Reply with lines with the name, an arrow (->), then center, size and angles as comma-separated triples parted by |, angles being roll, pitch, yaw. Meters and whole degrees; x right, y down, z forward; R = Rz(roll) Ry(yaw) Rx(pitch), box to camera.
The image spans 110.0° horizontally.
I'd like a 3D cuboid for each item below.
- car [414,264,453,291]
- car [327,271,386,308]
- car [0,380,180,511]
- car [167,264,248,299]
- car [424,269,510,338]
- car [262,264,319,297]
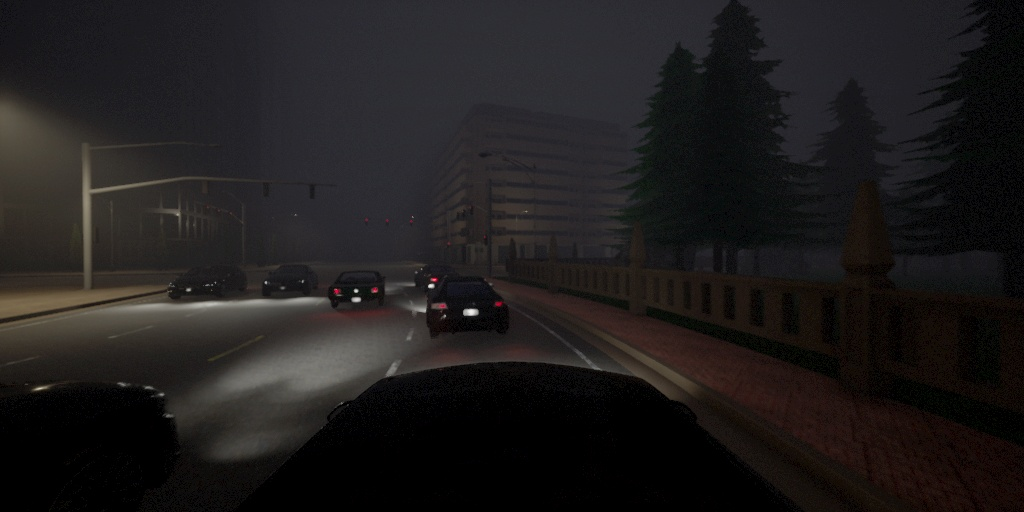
car -> -4.145, 1.146, 19.704 | 2.033, 1.411, 5.357 | 0, 1, -23
car -> -6.216, 1.247, 14.812 | 1.895, 1.301, 4.718 | 0, 0, -19
car -> -3.641, 1.256, 0.894 | 2.128, 1.511, 4.902 | 0, 0, 0
car -> -14.528, 1.176, 17.410 | 1.837, 1.490, 4.892 | 0, 0, -21
car -> -1.382, 1.241, 10.127 | 1.994, 1.385, 4.181 | 0, 0, -13
car -> -11.132, 1.154, 18.307 | 1.812, 1.442, 4.674 | 0, 0, -21
